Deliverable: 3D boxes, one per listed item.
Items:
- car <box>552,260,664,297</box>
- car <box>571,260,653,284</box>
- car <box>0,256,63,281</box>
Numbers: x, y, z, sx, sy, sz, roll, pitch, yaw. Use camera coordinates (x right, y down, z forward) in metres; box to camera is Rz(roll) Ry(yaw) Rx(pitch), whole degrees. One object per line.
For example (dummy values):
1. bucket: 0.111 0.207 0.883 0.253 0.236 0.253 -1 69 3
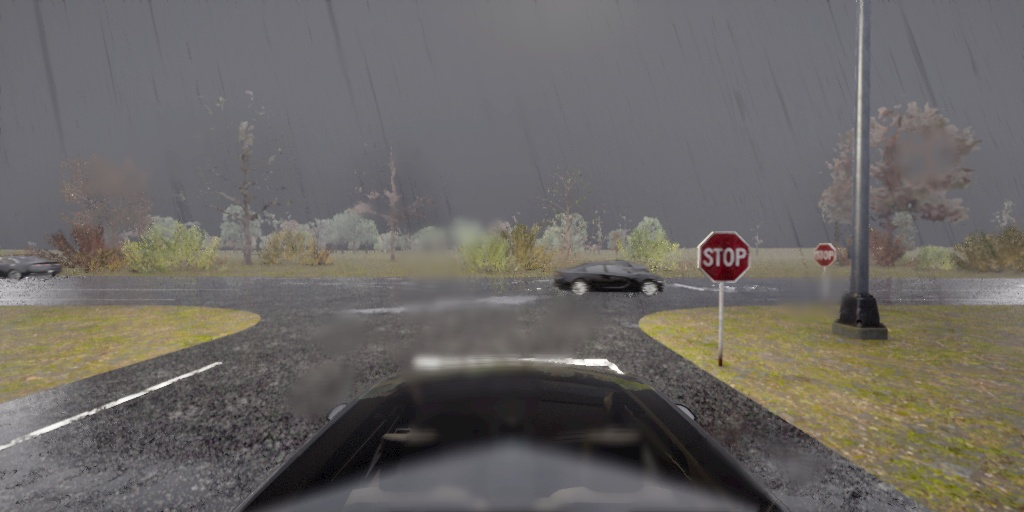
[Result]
1. car: 4.373 1.003 16.540 5.008 1.535 1.882 0 1 -2
2. car: 6.462 1.014 23.607 4.892 1.490 1.837 0 1 -2
3. car: -31.549 0.764 22.561 4.902 1.511 2.128 0 1 -2
